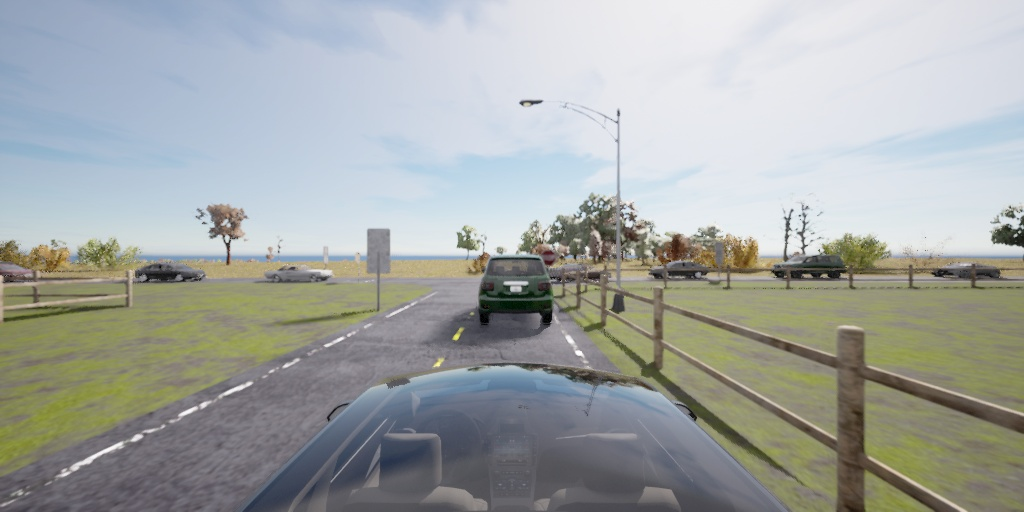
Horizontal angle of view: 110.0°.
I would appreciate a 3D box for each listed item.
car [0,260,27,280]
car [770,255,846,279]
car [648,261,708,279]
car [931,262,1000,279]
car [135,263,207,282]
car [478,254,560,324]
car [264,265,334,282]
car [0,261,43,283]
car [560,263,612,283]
[{"bbox_3d":[-47.134,1.239,32.099,4.553,1.767,2.097,0,0,1],"label":"car"},{"bbox_3d":[25.940,0.908,31.515,5.566,2.045,2.150,0,0,1],"label":"car"},{"bbox_3d":[14.575,1.218,31.615,4.892,1.490,1.837,0,0,0],"label":"car"},{"bbox_3d":[39.620,1.237,31.374,4.181,1.385,1.994,0,0,1],"label":"car"},{"bbox_3d":[-27.539,1.331,29.030,4.892,1.490,1.837,0,0,1],"label":"car"},{"bbox_3d":[0.108,0.971,12.186,2.150,2.045,5.566,0,0,0],"label":"car"},{"bbox_3d":[-17.078,1.399,28.937,4.718,1.301,1.895,0,0,0],"label":"car"},{"bbox_3d":[-41.276,1.397,29.166,4.674,1.442,1.812,0,0,1],"label":"car"},{"bbox_3d":[5.295,1.286,28.077,5.357,1.411,2.033,0,0,-29],"label":"car"}]
